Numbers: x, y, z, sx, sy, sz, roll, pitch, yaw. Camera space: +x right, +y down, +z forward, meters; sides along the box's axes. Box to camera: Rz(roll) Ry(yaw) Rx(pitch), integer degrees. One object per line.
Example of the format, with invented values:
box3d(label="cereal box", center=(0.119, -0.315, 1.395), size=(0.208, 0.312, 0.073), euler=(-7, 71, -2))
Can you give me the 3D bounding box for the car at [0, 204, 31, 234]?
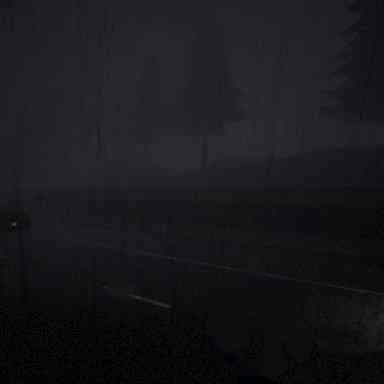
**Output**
box3d(label="car", center=(-10.299, 1.384, 17.657), size=(5.008, 1.535, 1.882), euler=(0, 0, 44))
